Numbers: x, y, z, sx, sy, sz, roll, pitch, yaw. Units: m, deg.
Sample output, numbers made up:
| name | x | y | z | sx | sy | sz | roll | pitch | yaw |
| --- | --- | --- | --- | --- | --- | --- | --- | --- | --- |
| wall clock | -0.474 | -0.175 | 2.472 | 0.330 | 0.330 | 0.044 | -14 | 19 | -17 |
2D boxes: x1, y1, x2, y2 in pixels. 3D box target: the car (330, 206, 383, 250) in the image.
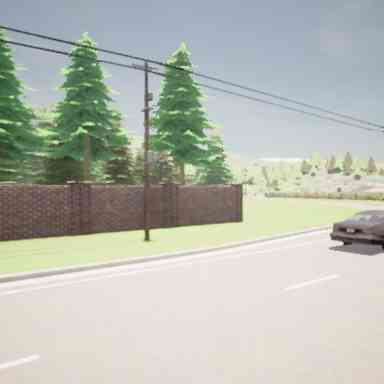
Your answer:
| name | x | y | z | sx | sy | sz | roll | pitch | yaw |
| --- | --- | --- | --- | --- | --- | --- | --- | --- | --- |
| car | 7.849 | 1.446 | 13.646 | 5.357 | 1.411 | 2.033 | 0 | 0 | -36 |
